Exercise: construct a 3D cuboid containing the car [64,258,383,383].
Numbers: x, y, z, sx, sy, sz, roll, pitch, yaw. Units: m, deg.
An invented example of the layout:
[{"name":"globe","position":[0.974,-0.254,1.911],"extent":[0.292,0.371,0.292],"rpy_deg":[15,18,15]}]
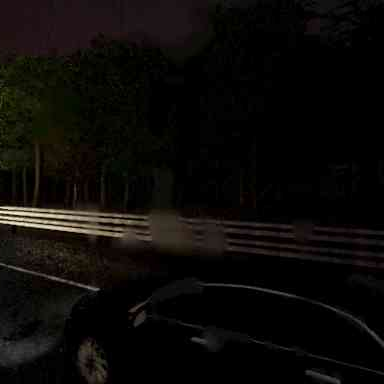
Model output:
[{"name":"car","position":[0.631,1.495,3.525],"extent":[4.892,1.490,1.837],"rpy_deg":[0,0,35]}]
